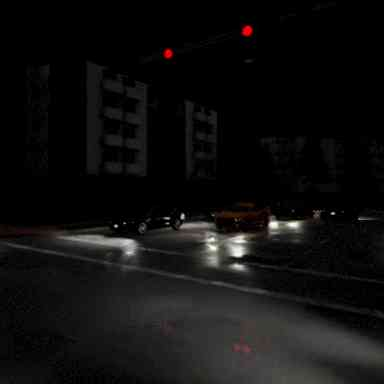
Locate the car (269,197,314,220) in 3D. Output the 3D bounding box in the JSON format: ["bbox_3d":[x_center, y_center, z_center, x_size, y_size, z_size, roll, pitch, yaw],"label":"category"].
[{"bbox_3d":[8.655,1.426,27.942,1.882,1.535,5.008,0,0,39],"label":"car"}]

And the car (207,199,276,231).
[{"bbox_3d":[3.176,1.425,20.375,1.882,1.535,5.008,0,0,34],"label":"car"}]

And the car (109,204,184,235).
[{"bbox_3d":[-2.366,1.432,18.401,1.837,1.490,4.892,0,0,35],"label":"car"}]

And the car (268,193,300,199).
[{"bbox_3d":[9.258,1.152,34.005,5.566,2.045,2.150,0,0,-45],"label":"car"}]

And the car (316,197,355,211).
[{"bbox_3d":[17.481,1.426,40.547,5.008,1.535,1.882,0,0,-32],"label":"car"}]

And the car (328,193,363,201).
[{"bbox_3d":[16.008,1.180,35.301,5.566,2.045,2.150,0,0,-37],"label":"car"}]

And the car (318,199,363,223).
[{"bbox_3d":[11.510,1.533,25.781,1.994,1.385,4.181,0,0,39],"label":"car"}]
